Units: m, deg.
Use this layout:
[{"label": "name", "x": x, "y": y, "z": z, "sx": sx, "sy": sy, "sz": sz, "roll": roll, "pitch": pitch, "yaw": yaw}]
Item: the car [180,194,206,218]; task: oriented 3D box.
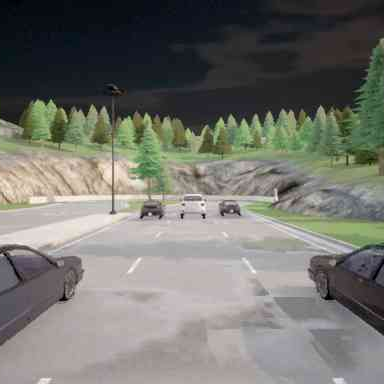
[{"label": "car", "x": 0.091, "y": 1.222, "z": 30.623, "sx": 2.150, "sy": 2.045, "sz": 5.566, "roll": 0, "pitch": 0, "yaw": 0}]

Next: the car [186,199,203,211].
[{"label": "car", "x": 0.348, "y": 1.564, "z": 41.587, "sx": 1.994, "sy": 1.385, "sz": 4.181, "roll": 0, "pitch": 0, "yaw": 3}]

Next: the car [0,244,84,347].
[{"label": "car", "x": -3.400, "y": 1.547, "z": 5.211, "sx": 2.033, "sy": 1.411, "sz": 5.357, "roll": 0, "pitch": 0, "yaw": 0}]

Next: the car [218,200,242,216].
[{"label": "car", "x": 3.609, "y": 1.525, "z": 32.396, "sx": 1.812, "sy": 1.442, "sz": 4.674, "roll": 0, "pitch": 0, "yaw": 0}]

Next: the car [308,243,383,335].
[{"label": "car", "x": 3.601, "y": 1.547, "z": 5.281, "sx": 2.033, "sy": 1.411, "sz": 5.357, "roll": 0, "pitch": 0, "yaw": 0}]

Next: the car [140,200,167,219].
[{"label": "car", "x": -3.408, "y": 1.507, "z": 29.494, "sx": 1.837, "sy": 1.490, "sz": 4.892, "roll": 0, "pitch": 1, "yaw": 0}]
